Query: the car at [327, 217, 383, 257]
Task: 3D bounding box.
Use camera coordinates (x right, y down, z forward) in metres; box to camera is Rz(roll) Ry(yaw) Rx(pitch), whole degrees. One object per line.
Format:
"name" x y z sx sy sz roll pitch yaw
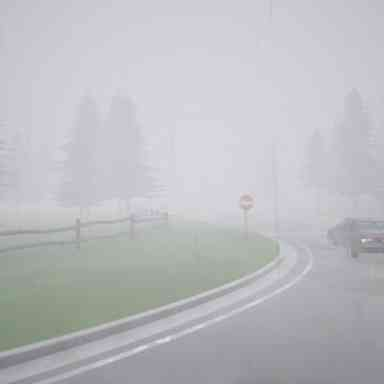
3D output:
"car" 7.084 1.749 13.768 2.033 1.411 5.357 -1 -1 10

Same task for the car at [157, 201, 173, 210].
"car" -5.796 3.040 69.578 2.033 1.411 5.357 0 -1 -14

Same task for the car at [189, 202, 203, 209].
"car" 0.943 2.955 71.466 1.837 1.490 4.892 0 -1 -14

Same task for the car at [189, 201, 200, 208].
"car" 0.614 3.249 86.780 1.882 1.535 5.008 0 -1 -14

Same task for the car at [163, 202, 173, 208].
"car" -6.203 3.347 85.185 1.812 1.442 4.674 0 -1 -14
